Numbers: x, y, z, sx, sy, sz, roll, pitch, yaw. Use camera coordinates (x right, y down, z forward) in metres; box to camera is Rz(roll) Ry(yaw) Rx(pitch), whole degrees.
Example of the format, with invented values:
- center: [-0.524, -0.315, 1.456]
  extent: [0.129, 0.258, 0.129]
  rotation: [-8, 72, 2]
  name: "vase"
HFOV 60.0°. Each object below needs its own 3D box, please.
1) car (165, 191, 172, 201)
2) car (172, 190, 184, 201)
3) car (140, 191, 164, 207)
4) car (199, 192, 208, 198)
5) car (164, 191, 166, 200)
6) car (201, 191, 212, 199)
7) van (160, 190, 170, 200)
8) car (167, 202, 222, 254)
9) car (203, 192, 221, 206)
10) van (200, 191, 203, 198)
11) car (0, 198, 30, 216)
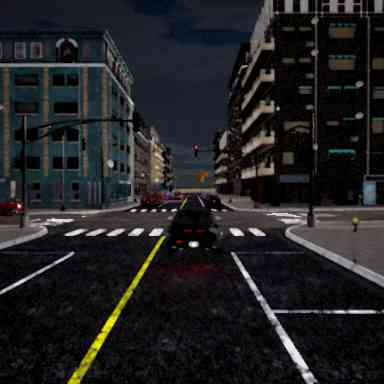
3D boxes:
- center: [-5.131, 0.871, 58.304]
  extent: [1.887, 1.381, 4.507]
  rotation: [0, 1, 0]
  name: "car"
- center: [-2.604, 0.650, 60.759]
  extent: [2.097, 1.767, 4.553]
  rotation: [0, 1, 1]
  name: "car"
- center: [-5.183, 0.838, 41.647]
  extent: [2.192, 1.841, 5.009]
  rotation: [0, 1, 0]
  name: "car"
- center: [2.818, 0.614, 80.487]
  extent: [2.008, 1.369, 4.403]
  rotation: [0, 1, 0]
  name: "car"
- center: [-5.166, 1.003, 47.201]
  extent: [1.887, 1.381, 4.507]
  rotation: [0, 1, 0]
  name: "car"
- center: [2.732, 0.976, 52.729]
  extent: [1.802, 1.307, 4.206]
  rotation: [0, 1, 0]
  name: "car"
- center: [-5.114, 0.602, 63.853]
  extent: [1.690, 1.788, 3.998]
  rotation: [0, 1, 0]
  name: "van"
- center: [0.081, 1.359, 12.803]
  extent: [1.837, 1.490, 4.892]
  rotation: [0, 1, 1]
  name: "car"
- center: [2.697, 1.090, 41.626]
  extent: [1.947, 1.339, 4.313]
  rotation: [0, 1, 0]
  name: "car"
- center: [2.750, 0.669, 58.278]
  extent: [1.690, 1.788, 3.998]
  rotation: [0, 1, 0]
  name: "van"
- center: [-16.823, 1.301, 29.527]
  extent: [4.097, 1.590, 1.967]
  rotation: [-1, 1, 1]
  name: "car"
